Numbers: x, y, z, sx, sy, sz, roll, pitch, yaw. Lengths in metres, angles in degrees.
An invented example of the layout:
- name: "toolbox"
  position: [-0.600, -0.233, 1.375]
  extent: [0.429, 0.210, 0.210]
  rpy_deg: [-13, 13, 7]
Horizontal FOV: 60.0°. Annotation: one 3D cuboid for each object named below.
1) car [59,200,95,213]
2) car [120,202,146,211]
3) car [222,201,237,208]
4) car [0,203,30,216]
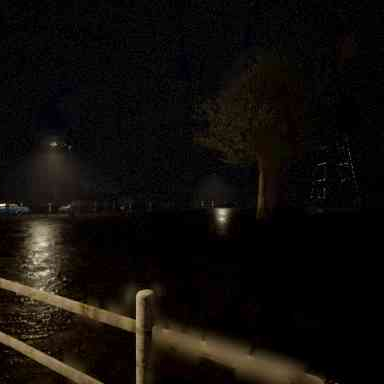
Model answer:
- name: "car"
  position: [-15.169, 1.912, 44.032]
  extent: [2.097, 1.767, 4.553]
  rpy_deg: [-2, -2, 36]
- name: "car"
  position: [-9.233, 2.259, 52.274]
  extent: [1.812, 1.442, 4.674]
  rpy_deg: [-2, -2, 36]
- name: "car"
  position: [7.688, 2.627, 69.501]
  extent: [1.994, 1.385, 4.181]
  rpy_deg: [-2, -2, 36]
- name: "car"
  position: [-20.707, 1.951, 36.325]
  extent: [2.033, 1.411, 5.357]
  rpy_deg: [-2, -2, 35]
